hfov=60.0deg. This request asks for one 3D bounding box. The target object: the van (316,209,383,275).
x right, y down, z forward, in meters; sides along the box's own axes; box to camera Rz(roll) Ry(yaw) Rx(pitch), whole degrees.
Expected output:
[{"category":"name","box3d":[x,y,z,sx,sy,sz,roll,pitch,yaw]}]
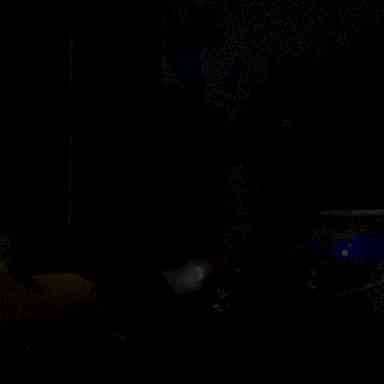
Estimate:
[{"category":"van","box3d":[5.407,1.440,10.519,3.998,1.788,1.690,1,0,-36]}]

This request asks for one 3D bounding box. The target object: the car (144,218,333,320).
[{"category":"car","box3d":[0.983,1.487,7.356,4.097,1.590,1.967,1,0,-36]}]

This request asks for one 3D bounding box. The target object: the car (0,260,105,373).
[{"category":"car","box3d":[-3.579,1.519,4.095,4.829,1.417,1.752,1,0,-36]}]
